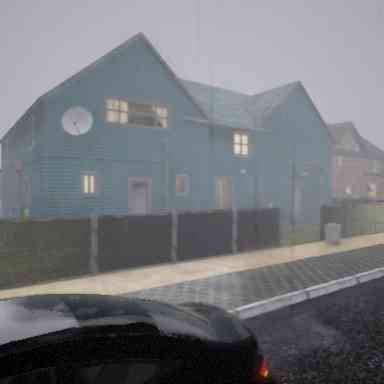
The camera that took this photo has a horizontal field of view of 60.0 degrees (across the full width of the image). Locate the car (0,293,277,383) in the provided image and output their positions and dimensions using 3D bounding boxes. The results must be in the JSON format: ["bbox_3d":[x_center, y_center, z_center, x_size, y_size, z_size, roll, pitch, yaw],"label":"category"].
[{"bbox_3d":[-1.451,1.527,2.026,4.674,1.442,1.812,0,0,-35],"label":"car"}]
